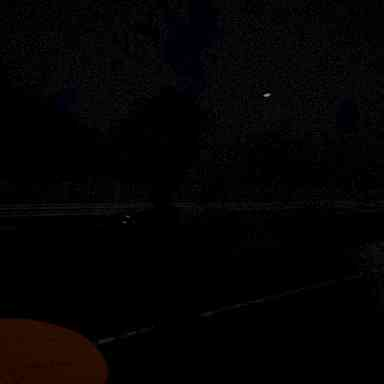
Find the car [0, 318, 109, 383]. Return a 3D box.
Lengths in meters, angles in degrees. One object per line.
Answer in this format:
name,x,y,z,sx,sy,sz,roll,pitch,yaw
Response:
car,-2.900,1.462,1.678,5.008,1.535,1.882,1,0,-36

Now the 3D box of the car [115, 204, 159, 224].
car,-2.887,1.592,23.432,5.008,1.535,1.882,1,0,-35

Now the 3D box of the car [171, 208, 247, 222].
car,1.493,1.719,17.959,4.718,1.301,1.895,1,0,-35

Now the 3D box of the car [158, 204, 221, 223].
car,0.620,1.625,21.634,4.902,1.511,2.128,1,0,-36
